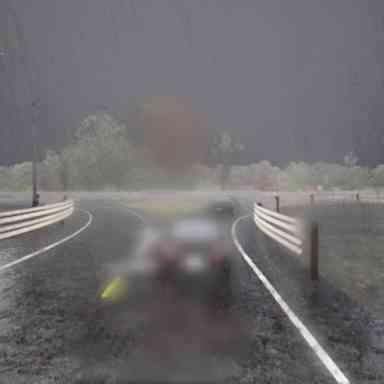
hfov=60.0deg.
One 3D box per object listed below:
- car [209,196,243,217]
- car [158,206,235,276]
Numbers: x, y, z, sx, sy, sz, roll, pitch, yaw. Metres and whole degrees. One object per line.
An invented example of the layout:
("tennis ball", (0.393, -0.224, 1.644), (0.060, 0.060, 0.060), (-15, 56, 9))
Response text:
("car", (2.729, 1.072, 26.056), (1.882, 1.535, 5.008), (0, 1, 18))
("car", (0.130, 1.374, 9.684), (1.812, 1.442, 4.674), (0, 1, 2))
